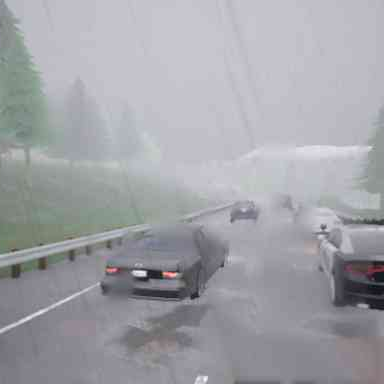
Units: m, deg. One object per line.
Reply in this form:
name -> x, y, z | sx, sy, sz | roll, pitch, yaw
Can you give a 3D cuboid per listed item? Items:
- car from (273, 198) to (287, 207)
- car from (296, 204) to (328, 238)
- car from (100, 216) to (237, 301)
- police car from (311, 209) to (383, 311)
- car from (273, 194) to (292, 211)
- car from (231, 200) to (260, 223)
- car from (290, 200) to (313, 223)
car -> 14.424, 1.682, 54.559 | 2.033, 1.411, 5.357 | 0, 0, 13
car -> 6.708, 1.563, 17.545 | 1.812, 1.442, 4.674 | 0, 0, 14
car -> -0.308, 1.577, 8.636 | 2.033, 1.411, 5.357 | 0, 0, 16
police car -> 4.119, 1.439, 7.870 | 1.930, 1.638, 5.238 | 0, 0, 16
car -> 11.553, 1.325, 42.269 | 2.150, 2.045, 5.566 | 0, 0, 14
car -> 4.361, 1.426, 26.711 | 2.097, 1.767, 4.553 | 0, 0, 14
car -> 8.184, 1.557, 23.439 | 1.837, 1.490, 4.892 | 0, 0, 14
